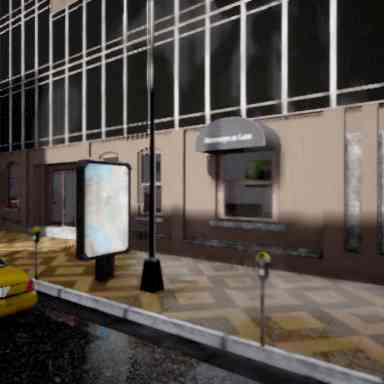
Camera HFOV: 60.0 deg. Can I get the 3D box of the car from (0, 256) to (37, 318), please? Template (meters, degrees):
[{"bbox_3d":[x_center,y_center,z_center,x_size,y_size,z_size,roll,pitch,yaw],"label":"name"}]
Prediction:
[{"bbox_3d":[-4.871,1.509,6.356,4.829,1.417,1.752,0,0,36],"label":"car"}]
